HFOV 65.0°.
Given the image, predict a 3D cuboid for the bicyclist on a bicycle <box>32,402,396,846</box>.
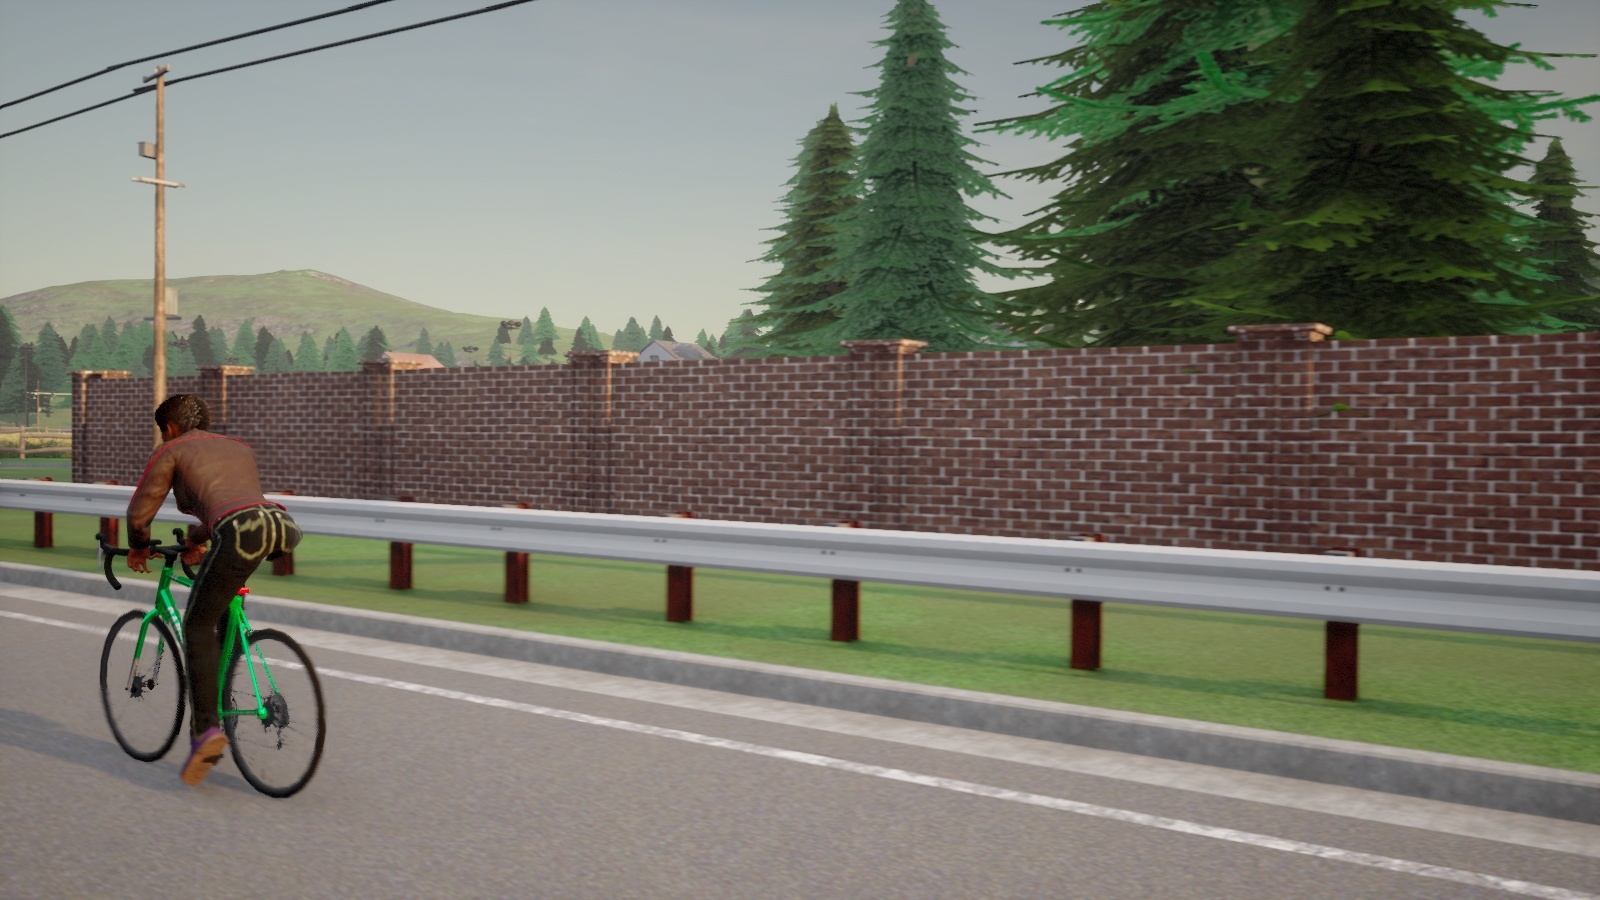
[{"bbox_3d":[-2.493,0.635,5.278,1.656,1.620,0.582,0,1,34],"label":"bicyclist on a bicycle"}]
